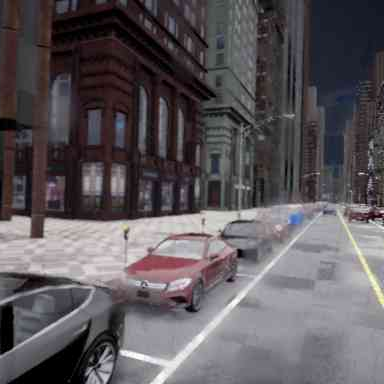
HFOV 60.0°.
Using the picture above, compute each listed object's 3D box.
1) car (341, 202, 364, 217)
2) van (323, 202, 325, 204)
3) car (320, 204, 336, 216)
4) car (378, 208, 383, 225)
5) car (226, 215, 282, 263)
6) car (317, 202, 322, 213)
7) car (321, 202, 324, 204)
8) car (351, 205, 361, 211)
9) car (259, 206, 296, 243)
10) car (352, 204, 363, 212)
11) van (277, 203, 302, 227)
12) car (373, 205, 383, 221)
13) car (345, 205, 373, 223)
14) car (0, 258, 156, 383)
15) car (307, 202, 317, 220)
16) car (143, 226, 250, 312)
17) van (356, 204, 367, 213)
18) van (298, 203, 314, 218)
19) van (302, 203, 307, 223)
[{"bbox_3d":[23.074,2.707,47.951,2.097,1.767,4.553,2,-1,23],"label":"car"},{"bbox_3d":[30.650,3.383,80.679,1.690,1.788,3.998,1,-1,23],"label":"van"},{"bbox_3d":[20.653,2.903,49.943,1.895,1.301,4.718,2,-1,23],"label":"car"},{"bbox_3d":[18.753,2.535,30.654,1.887,1.381,4.507,1,-1,23],"label":"car"},{"bbox_3d":[2.123,1.798,13.202,1.947,1.339,4.313,1,-1,23],"label":"car"},{"bbox_3d":[21.869,3.019,59.915,1.887,1.381,4.507,1,-1,23],"label":"car"},{"bbox_3d":[26.256,3.324,70.295,1.947,1.339,4.313,1,-1,23],"label":"car"},{"bbox_3d":[40.757,3.926,82.710,1.752,1.417,4.829,1,-1,23],"label":"car"},{"bbox_3d":[4.321,1.807,18.395,1.967,1.590,4.097,1,-1,23],"label":"car"},{"bbox_3d":[38.500,3.694,77.365,1.967,1.590,4.097,1,-1,23],"label":"car"},{"bbox_3d":[6.518,1.845,23.586,1.690,1.788,3.998,1,-1,23],"label":"van"},{"bbox_3d":[23.147,2.582,41.037,2.192,1.841,5.009,1,-1,23],"label":"car"},{"bbox_3d":[18.311,2.530,36.628,1.882,1.535,5.008,2,-1,23],"label":"car"},{"bbox_3d":[-2.265,1.529,2.821,1.947,1.339,4.313,1,-1,23],"label":"car"},{"bbox_3d":[13.100,2.231,39.156,2.192,1.841,5.009,1,-1,23],"label":"car"},{"bbox_3d":[-0.071,1.679,8.012,1.802,1.307,4.206,1,-1,23],"label":"car"},{"bbox_3d":[34.115,3.311,66.986,1.690,1.788,3.998,1,-1,23],"label":"van"},{"bbox_3d":[15.293,2.396,44.346,1.690,1.788,3.998,1,-1,23],"label":"van"},{"bbox_3d":[8.712,1.982,28.776,1.690,1.788,3.998,1,-1,23],"label":"van"}]
